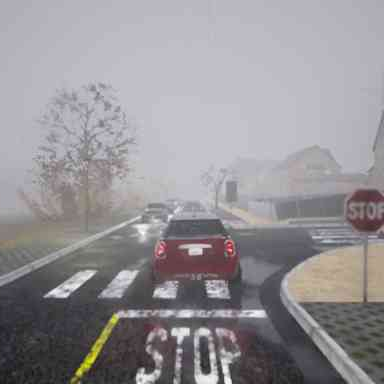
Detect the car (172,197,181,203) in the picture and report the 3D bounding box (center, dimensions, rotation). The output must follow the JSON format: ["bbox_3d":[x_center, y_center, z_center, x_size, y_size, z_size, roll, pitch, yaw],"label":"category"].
[{"bbox_3d":[-2.840,1.628,45.850,1.812,1.442,4.674,0,0,1],"label":"car"}]

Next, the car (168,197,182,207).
[{"bbox_3d":[-2.797,1.622,56.258,2.128,1.511,4.902,0,0,1],"label":"car"}]

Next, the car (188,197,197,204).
[{"bbox_3d":[0.100,1.696,68.780,1.812,1.442,4.674,0,0,0],"label":"car"}]

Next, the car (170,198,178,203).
[{"bbox_3d":[-2.842,1.678,36.070,1.895,1.301,4.718,0,0,0],"label":"car"}]

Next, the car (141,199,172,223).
[{"bbox_3d":[-2.843,1.579,26.437,1.812,1.442,4.674,0,0,0],"label":"car"}]

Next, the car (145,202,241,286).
[{"bbox_3d":[0.079,1.356,9.636,2.097,1.767,4.553,-1,0,0],"label":"car"}]

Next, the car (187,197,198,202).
[{"bbox_3d":[0.102,1.701,45.323,1.895,1.301,4.718,0,0,0],"label":"car"}]
